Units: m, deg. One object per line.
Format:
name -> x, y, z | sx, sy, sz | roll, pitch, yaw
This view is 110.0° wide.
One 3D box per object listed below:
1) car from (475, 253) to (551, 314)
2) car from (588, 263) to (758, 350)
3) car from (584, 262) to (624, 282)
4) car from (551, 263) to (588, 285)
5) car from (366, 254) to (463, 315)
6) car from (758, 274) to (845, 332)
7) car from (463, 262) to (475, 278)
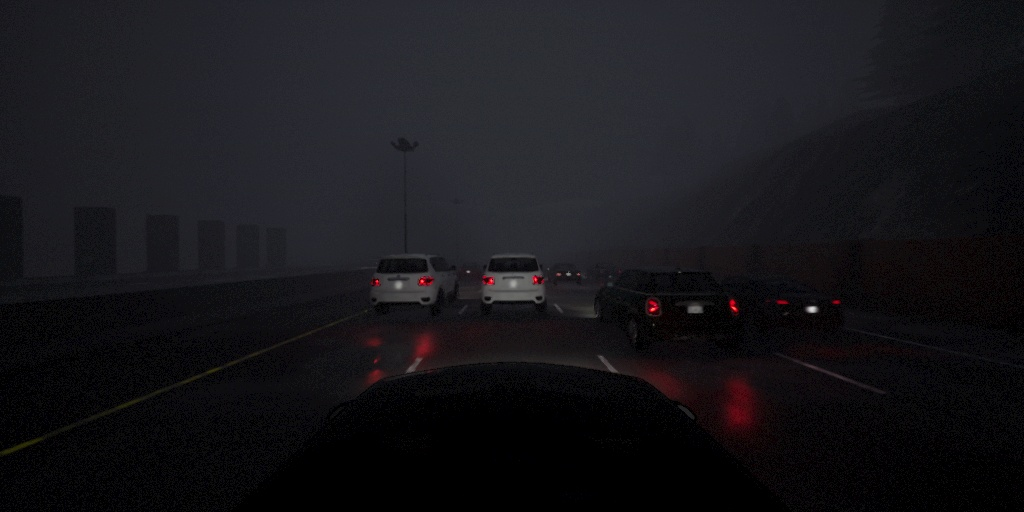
car -> 0.051, 0.915, 13.751 | 2.150, 2.045, 5.566 | 0, 0, 0
car -> 3.537, 1.038, 9.030 | 2.097, 1.767, 4.553 | 0, 0, 0
car -> 7.058, 1.171, 27.966 | 1.895, 1.301, 4.718 | 0, 0, 0
car -> 3.541, 1.162, 24.733 | 2.033, 1.411, 5.357 | 0, 0, 0
car -> -3.450, 0.945, 13.621 | 2.150, 2.045, 5.566 | 0, 0, 0
car -> 7.043, 1.214, 10.415 | 1.994, 1.385, 4.181 | 0, 0, 0
car -> -3.446, 1.213, 30.233 | 1.994, 1.385, 4.181 | 0, 0, 0
